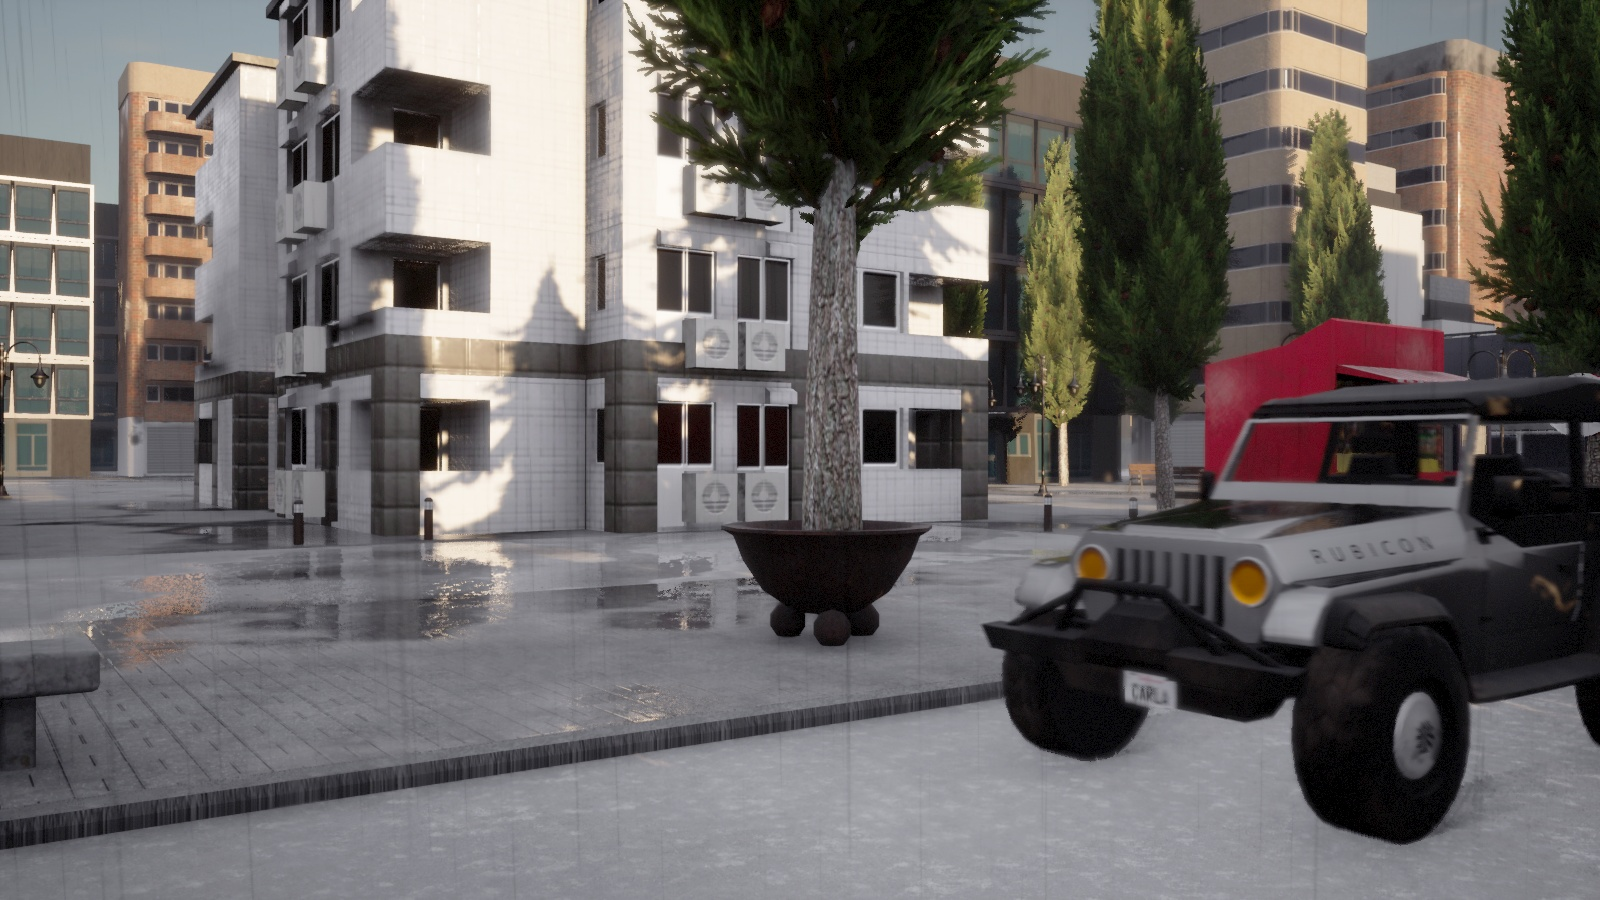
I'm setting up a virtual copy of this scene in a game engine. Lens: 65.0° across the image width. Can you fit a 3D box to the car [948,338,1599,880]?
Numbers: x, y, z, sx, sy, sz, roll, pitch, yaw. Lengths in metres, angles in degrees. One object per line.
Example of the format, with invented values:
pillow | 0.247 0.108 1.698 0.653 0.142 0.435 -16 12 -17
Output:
car | 2.830 0.549 6.236 3.866 1.878 1.905 0 0 -35
